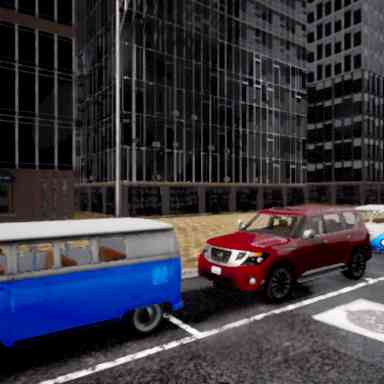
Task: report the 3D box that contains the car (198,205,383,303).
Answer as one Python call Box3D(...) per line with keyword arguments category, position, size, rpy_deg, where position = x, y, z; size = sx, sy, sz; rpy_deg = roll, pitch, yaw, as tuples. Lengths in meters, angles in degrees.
Box3D(category="car", position=(2.556, 1.308, 8.383), size=(5.009, 1.841, 2.192), rpy_deg=(0, 0, -35))

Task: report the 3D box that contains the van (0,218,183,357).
Box3D(category="van", position=(-2.059, 1.340, 5.093), size=(3.998, 1.788, 1.690), rpy_deg=(0, 0, -35))
